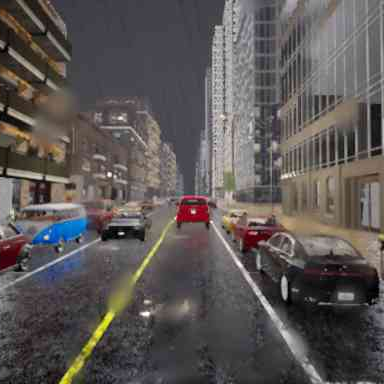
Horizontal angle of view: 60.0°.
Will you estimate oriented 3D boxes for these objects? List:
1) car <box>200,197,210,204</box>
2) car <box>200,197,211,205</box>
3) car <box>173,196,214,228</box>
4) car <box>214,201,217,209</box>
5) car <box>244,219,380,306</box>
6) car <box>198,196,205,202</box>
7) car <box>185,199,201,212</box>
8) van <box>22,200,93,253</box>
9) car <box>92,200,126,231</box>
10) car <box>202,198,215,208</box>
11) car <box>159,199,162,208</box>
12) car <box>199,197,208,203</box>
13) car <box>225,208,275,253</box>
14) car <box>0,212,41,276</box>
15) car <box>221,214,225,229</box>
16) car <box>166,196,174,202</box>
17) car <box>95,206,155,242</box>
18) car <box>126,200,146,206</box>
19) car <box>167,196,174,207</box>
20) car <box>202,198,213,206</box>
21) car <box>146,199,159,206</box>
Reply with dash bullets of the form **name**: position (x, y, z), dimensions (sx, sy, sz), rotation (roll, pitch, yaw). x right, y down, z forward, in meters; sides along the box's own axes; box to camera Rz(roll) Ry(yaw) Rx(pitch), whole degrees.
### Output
- **car**: position (2.662, 1.839, 70.617), dimensions (2.008, 1.369, 4.403), rotation (1, 0, 0)
- **car**: position (2.662, 1.808, 64.920), dimensions (1.887, 1.381, 4.507), rotation (1, 0, 0)
- **car**: position (0.096, 1.314, 23.023), dimensions (2.150, 2.045, 5.566), rotation (0, 0, 0)
- **car**: position (2.664, 1.774, 47.824), dimensions (1.802, 1.307, 4.206), rotation (1, 0, 0)
- **car**: position (2.671, 1.582, 7.941), dimensions (2.008, 1.369, 4.403), rotation (1, 0, 0)
- **car**: position (2.658, 1.941, 93.408), dimensions (1.887, 1.381, 4.507), rotation (1, 0, 0)
- **car**: position (0.094, 1.670, 41.539), dimensions (1.837, 1.490, 4.892), rotation (0, 0, 0)
- **van**: position (-5.672, 1.395, 13.763), dimensions (1.690, 1.788, 3.998), rotation (1, 0, 0)
- **car**: position (-5.672, 1.391, 19.460), dimensions (2.192, 1.841, 5.009), rotation (1, 0, 0)
- **car**: position (2.665, 1.760, 53.522), dimensions (1.887, 1.381, 4.507), rotation (1, 0, 0)
- **car**: position (-5.682, 1.740, 53.476), dimensions (1.752, 1.417, 4.829), rotation (1, 0, 0)
- **car**: position (2.661, 1.859, 76.314), dimensions (1.887, 1.381, 4.507), rotation (1, 0, 0)
- **car**: position (2.670, 1.598, 13.638), dimensions (1.887, 1.381, 4.507), rotation (1, 0, 0)
- **car**: position (-5.673, 1.472, 8.065), dimensions (1.967, 1.590, 4.097), rotation (1, 0, 0)
- **car**: position (2.670, 1.602, 19.506), dimensions (1.752, 1.417, 4.829), rotation (1, 0, 0)
- **car**: position (-5.688, 1.892, 87.660), dimensions (1.752, 1.417, 4.829), rotation (1, 0, 0)
- **car**: position (-3.101, 1.628, 16.524), dimensions (1.994, 1.385, 4.181), rotation (0, 0, 0)
- **car**: position (-5.679, 1.646, 30.685), dimensions (1.752, 1.417, 4.829), rotation (1, 0, 0)
- **car**: position (-3.067, 1.755, 57.001), dimensions (1.812, 1.442, 4.674), rotation (0, 0, 0)
- **car**: position (2.664, 1.765, 59.391), dimensions (1.752, 1.417, 4.829), rotation (1, 0, 0)
- **car**: position (-5.681, 1.713, 42.250), dimensions (1.887, 1.381, 4.507), rotation (1, 0, 0)
